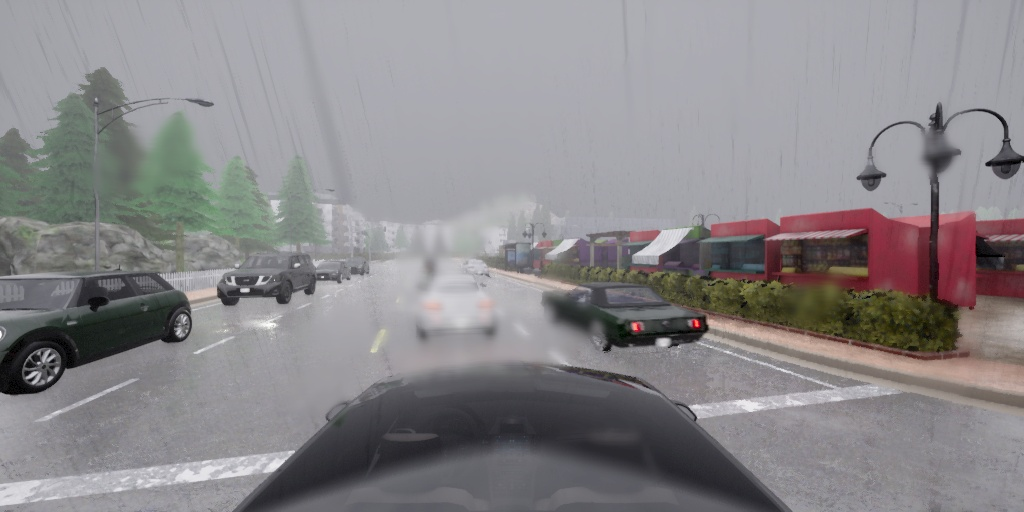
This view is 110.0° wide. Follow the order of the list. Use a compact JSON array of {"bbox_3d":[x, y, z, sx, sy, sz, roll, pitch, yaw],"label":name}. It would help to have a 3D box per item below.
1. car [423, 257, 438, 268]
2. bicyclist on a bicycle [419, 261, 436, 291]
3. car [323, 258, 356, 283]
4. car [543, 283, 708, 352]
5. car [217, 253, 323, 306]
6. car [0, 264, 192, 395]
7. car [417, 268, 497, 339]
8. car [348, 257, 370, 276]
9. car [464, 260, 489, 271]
[{"bbox_3d":[-11.532,0.901,50.815,1.837,1.490,4.892,0,0,-13],"label":"car"},{"bbox_3d":[-4.568,1.079,19.707,0.582,1.620,1.656,0,1,24],"label":"bicyclist on a bicycle"},{"bbox_3d":[-12.704,1.088,25.338,1.837,1.490,4.892,0,0,-14],"label":"car"},{"bbox_3d":[2.316,1.308,8.877,1.895,1.301,4.718,0,0,-14],"label":"car"},{"bbox_3d":[-10.366,0.876,15.728,2.150,2.045,5.566,0,0,-14],"label":"car"},{"bbox_3d":[-8.096,1.076,6.311,2.097,1.767,4.553,0,0,-13],"label":"car"},{"bbox_3d":[-1.602,1.224,9.896,1.812,1.442,4.674,0,0,-13],"label":"car"},{"bbox_3d":[-14.632,0.877,33.311,2.097,1.767,4.553,0,0,-13],"label":"car"},{"bbox_3d":[-3.163,1.066,31.409,1.812,1.442,4.674,0,0,-14],"label":"car"}]
